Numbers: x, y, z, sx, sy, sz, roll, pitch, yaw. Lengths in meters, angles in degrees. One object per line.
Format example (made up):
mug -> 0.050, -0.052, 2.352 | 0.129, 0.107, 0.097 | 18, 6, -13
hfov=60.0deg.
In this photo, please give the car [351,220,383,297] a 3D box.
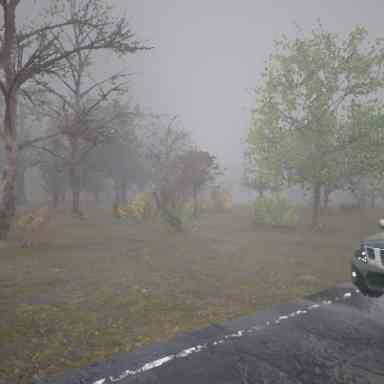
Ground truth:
car -> 5.860, 1.220, 7.490 | 5.566, 2.045, 2.150 | 0, 0, -37
